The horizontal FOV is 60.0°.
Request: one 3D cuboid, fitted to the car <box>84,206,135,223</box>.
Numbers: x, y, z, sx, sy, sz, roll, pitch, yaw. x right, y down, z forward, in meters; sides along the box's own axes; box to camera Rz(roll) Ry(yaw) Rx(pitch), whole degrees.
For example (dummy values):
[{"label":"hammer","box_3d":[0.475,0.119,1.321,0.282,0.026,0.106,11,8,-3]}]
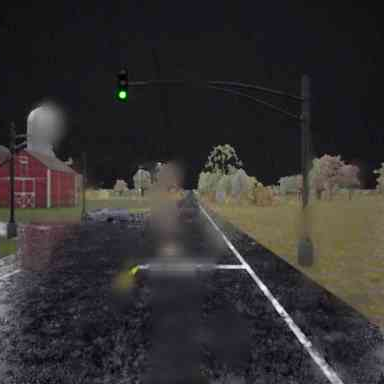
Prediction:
[{"label":"car","box_3d":[-7.066,1.894,28.737,4.181,1.385,1.994,2,-1,-41]}]
